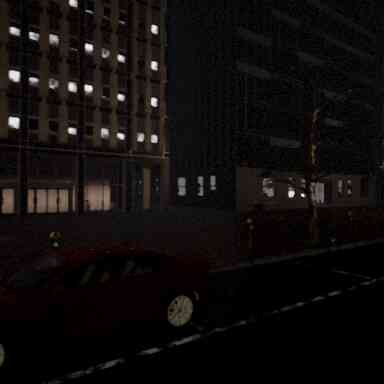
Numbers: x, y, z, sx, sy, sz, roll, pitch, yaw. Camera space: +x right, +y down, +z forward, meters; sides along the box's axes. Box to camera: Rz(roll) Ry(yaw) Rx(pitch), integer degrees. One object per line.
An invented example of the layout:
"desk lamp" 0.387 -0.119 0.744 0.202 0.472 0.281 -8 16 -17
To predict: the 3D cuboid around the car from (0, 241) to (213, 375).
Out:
"car" -1.720 1.543 5.322 4.507 1.381 1.887 0 1 -36
